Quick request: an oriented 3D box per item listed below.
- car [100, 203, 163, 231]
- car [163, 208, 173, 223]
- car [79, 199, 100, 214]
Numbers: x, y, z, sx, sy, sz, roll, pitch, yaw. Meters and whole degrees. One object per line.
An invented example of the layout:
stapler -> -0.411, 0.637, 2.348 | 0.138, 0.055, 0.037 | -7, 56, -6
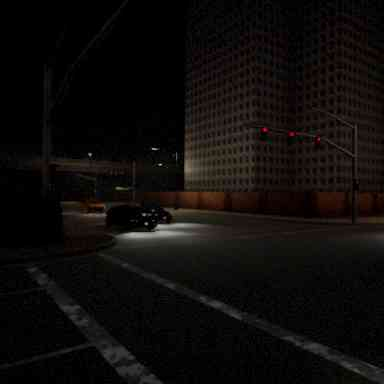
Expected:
car -> -4.068, 1.611, 21.579 | 1.837, 1.490, 4.892 | 1, 0, -35
car -> -3.375, 1.674, 26.730 | 1.812, 1.442, 4.674 | 1, 0, -35
car -> -11.598, 1.632, 38.475 | 1.882, 1.535, 5.008 | 1, 0, -35
